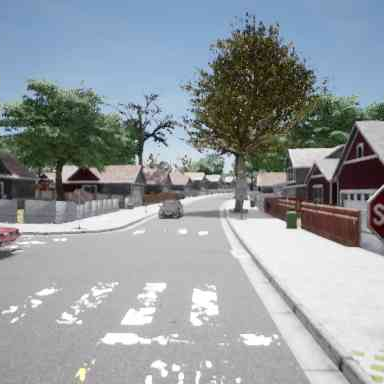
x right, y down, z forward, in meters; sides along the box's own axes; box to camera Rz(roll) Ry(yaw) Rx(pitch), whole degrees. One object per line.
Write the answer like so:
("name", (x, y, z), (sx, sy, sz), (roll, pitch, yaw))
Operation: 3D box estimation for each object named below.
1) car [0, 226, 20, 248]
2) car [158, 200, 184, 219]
("car", (-8.447, 1.440, 10.916), (4.718, 1.301, 1.895), (1, 0, -4))
("car", (-1.718, 1.454, 28.500), (1.837, 1.490, 4.892), (0, 1, 4))
